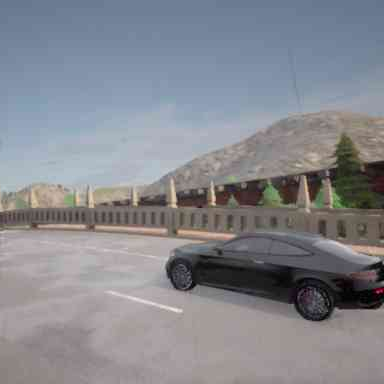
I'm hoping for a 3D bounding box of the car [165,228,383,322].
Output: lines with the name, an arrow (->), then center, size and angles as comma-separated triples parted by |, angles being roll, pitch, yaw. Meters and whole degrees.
car -> 1.556, 1.507, 7.190 | 4.674, 1.442, 1.812 | 1, 0, 36
